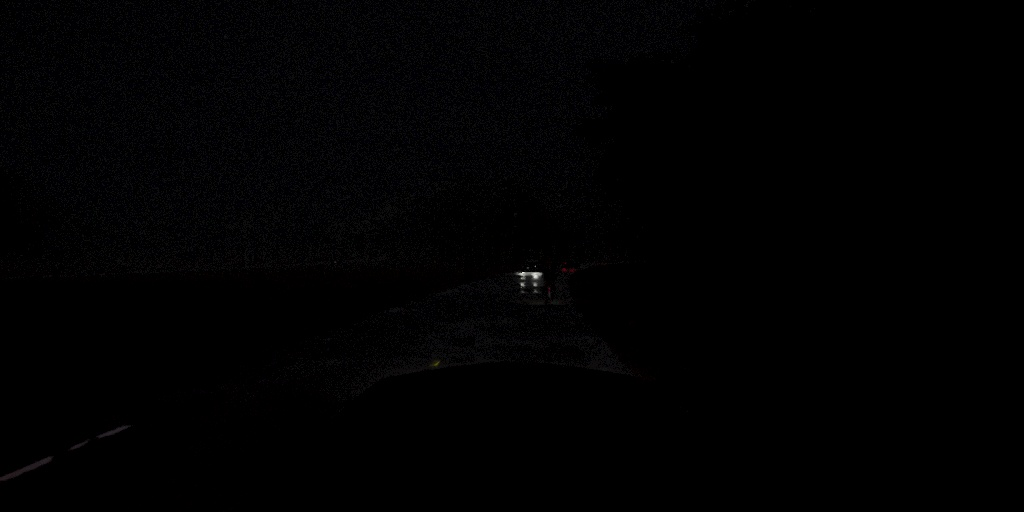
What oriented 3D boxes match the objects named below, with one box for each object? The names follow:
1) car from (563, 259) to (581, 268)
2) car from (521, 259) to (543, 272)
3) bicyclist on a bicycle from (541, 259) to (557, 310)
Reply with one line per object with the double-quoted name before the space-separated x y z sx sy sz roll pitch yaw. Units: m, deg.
"car" 8.872 1.120 52.461 1.895 1.301 4.718 0 0 19
"car" 2.367 1.082 41.977 1.837 1.490 4.892 0 0 15
"bicyclist on a bicycle" 1.429 1.102 13.765 0.659 1.776 1.843 0 0 5
